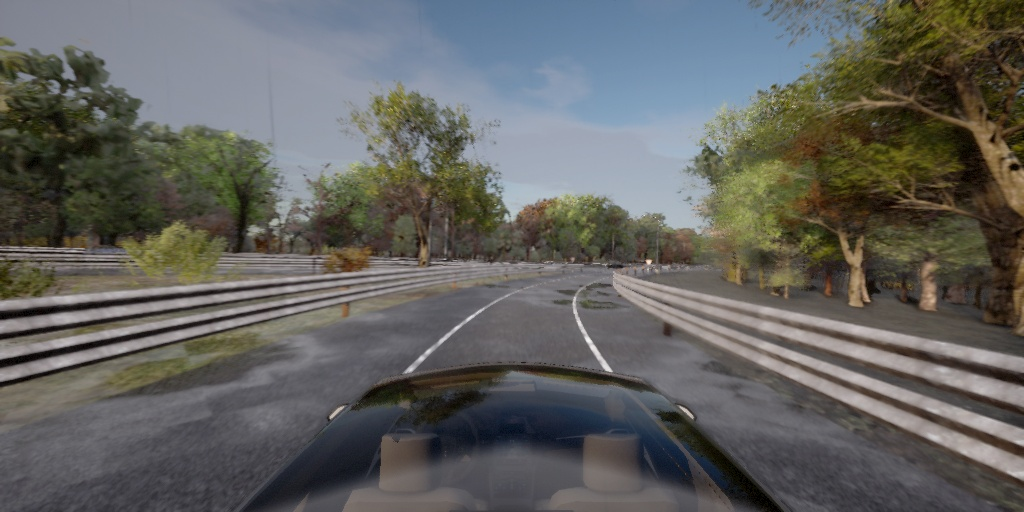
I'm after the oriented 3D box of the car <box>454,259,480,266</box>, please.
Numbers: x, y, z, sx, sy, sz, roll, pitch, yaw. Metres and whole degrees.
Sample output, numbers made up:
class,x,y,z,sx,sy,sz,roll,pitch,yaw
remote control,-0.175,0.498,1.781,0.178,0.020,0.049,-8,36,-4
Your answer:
class,x,y,z,sx,sy,sz,roll,pitch,yaw
car,-7.503,1.292,59.838,1.812,1.442,4.674,2,0,44

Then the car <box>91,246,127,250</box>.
class,x,y,z,sx,sy,sz,roll,pitch,yaw
car,-32.167,0.235,29.353,1.882,1.535,5.008,2,0,44

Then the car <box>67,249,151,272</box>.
class,x,y,z,sx,sy,sz,roll,pitch,yaw
car,-29.646,0.453,26.933,1.895,1.301,4.718,2,0,44
